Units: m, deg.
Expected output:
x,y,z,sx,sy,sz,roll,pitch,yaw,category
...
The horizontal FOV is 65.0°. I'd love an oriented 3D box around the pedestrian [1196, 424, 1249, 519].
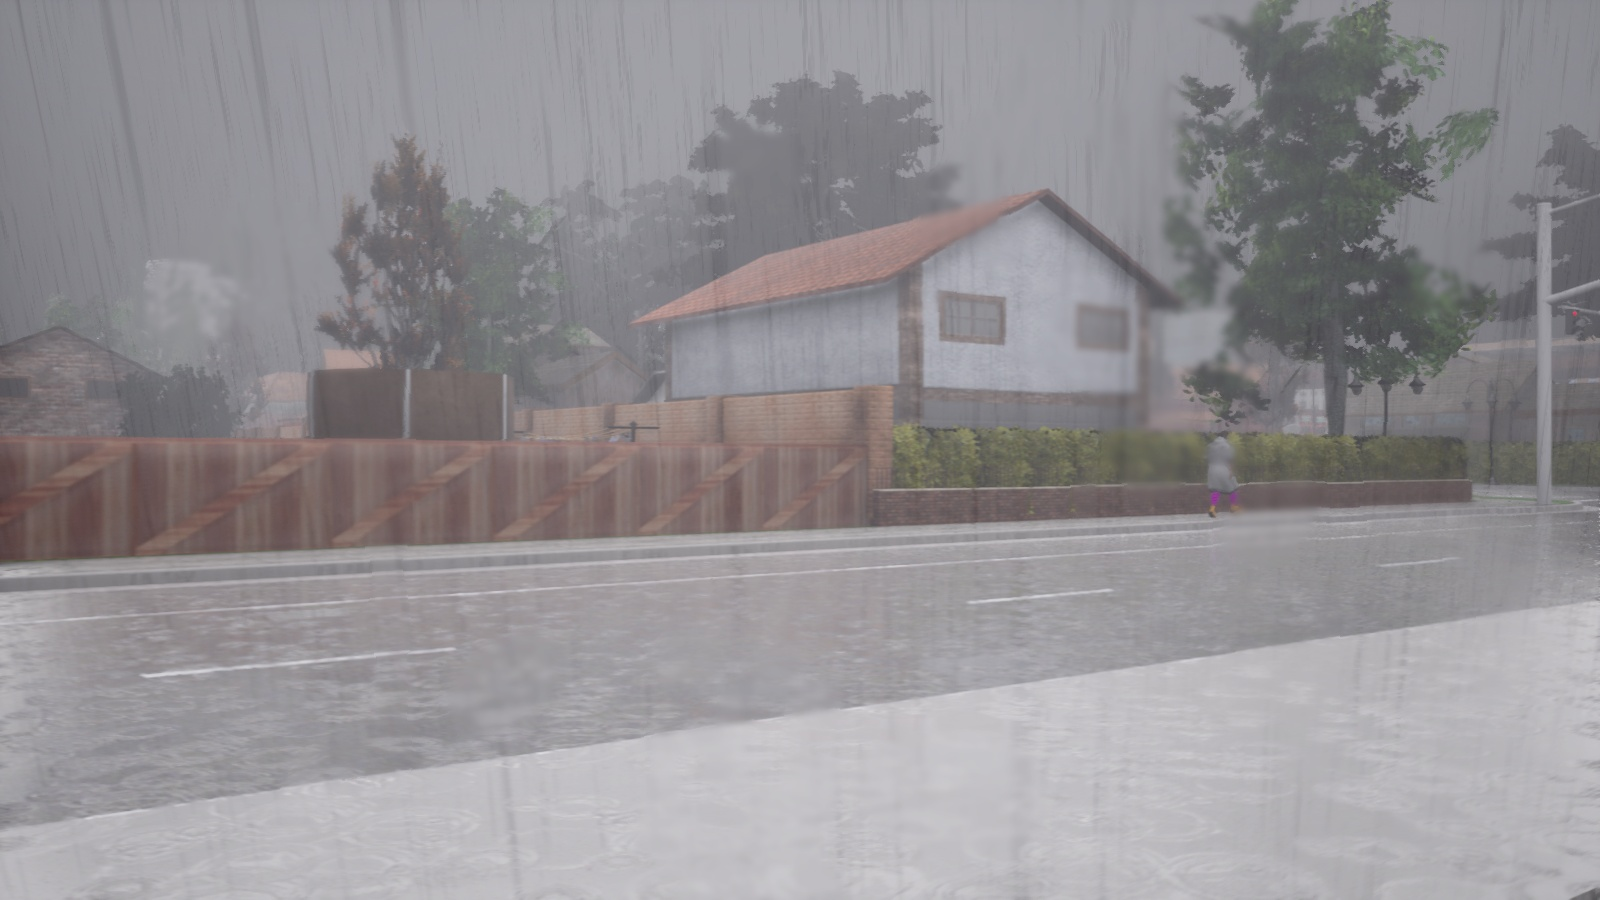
x,y,z,sx,sy,sz,roll,pitch,yaw,category
8.892,0.446,26.422,0.873,1.952,0.659,0,0,-36,pedestrian
